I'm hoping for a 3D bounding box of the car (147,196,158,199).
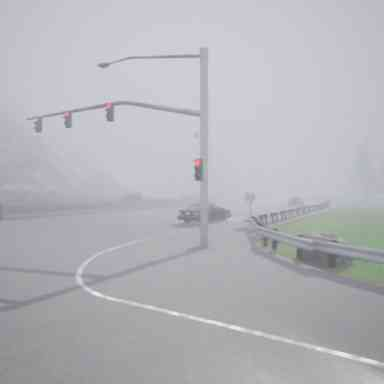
[{"bbox_3d":[-9.194,1.427,71.976,1.895,1.301,4.718,0,0,17],"label":"car"}]

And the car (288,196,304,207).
[{"bbox_3d":[15.513,1.354,49.446,1.837,1.490,4.892,0,0,26],"label":"car"}]

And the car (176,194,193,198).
[{"bbox_3d":[-1.509,1.195,62.675,2.097,1.767,4.553,0,0,25],"label":"car"}]

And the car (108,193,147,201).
[{"bbox_3d":[-9.447,1.115,48.012,2.150,2.045,5.566,0,0,30],"label":"car"}]

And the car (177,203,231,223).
[{"bbox_3d":[0.986,1.484,24.199,2.033,1.411,5.357,0,0,31],"label":"car"}]

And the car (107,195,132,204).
[{"bbox_3d":[-13.470,1.391,61.837,1.812,1.442,4.674,0,0,29],"label":"car"}]

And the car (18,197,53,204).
[{"bbox_3d":[-22.135,1.407,47.259,2.128,1.511,4.902,0,0,31],"label":"car"}]
